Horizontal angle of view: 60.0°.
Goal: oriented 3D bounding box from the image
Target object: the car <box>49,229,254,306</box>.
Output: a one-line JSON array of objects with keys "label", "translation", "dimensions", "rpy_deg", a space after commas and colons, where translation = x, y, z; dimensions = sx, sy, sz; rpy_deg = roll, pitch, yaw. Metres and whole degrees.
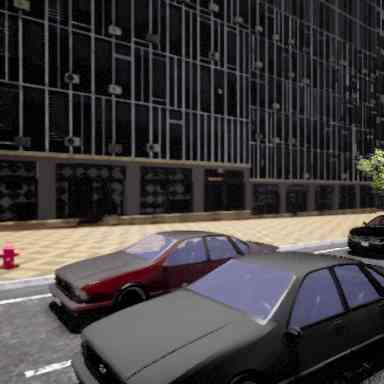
[{"label": "car", "translation": [-0.215, 1.593, 7.497], "dimensions": [5.357, 1.411, 2.033], "rpy_deg": [1, 0, -36]}]

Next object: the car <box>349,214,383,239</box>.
[{"label": "car", "translation": [8.274, 1.635, 13.459], "dimensions": [5.008, 1.535, 1.882], "rpy_deg": [1, 0, -35]}]

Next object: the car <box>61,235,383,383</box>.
[{"label": "car", "translation": [1.283, 1.587, 4.573], "dimensions": [5.357, 1.411, 2.033], "rpy_deg": [1, 0, -35]}]
